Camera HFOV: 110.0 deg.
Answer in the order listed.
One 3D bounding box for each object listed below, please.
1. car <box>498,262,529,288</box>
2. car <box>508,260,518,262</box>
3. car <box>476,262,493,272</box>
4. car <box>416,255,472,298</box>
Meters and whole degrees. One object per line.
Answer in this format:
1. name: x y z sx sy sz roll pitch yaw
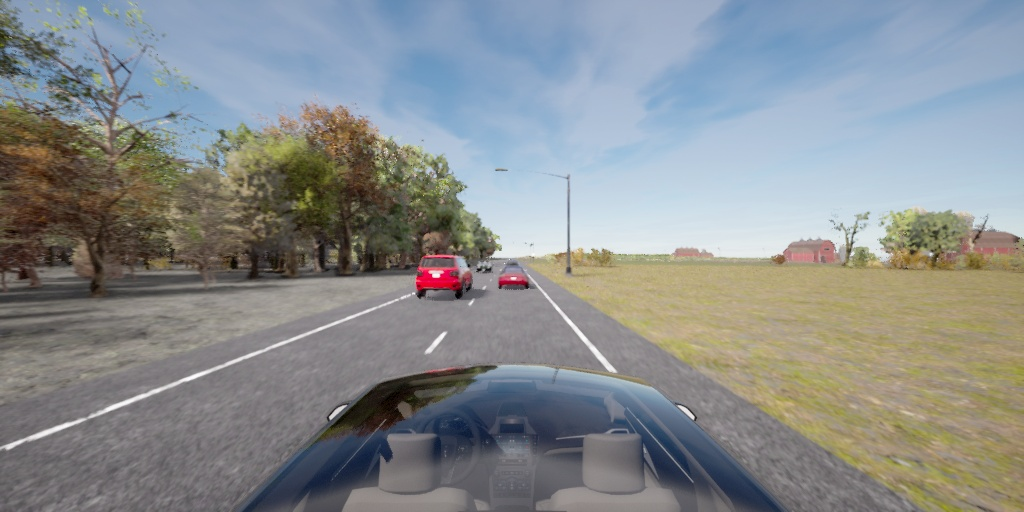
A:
1. car: 0.098 1.334 23.951 1.994 1.385 4.181 0 0 0
2. car: 0.092 1.288 49.592 1.837 1.490 4.892 0 0 0
3. car: -3.408 1.377 45.429 1.895 1.301 4.718 0 0 0
4. car: -3.400 0.981 18.770 2.150 2.045 5.566 0 0 0
